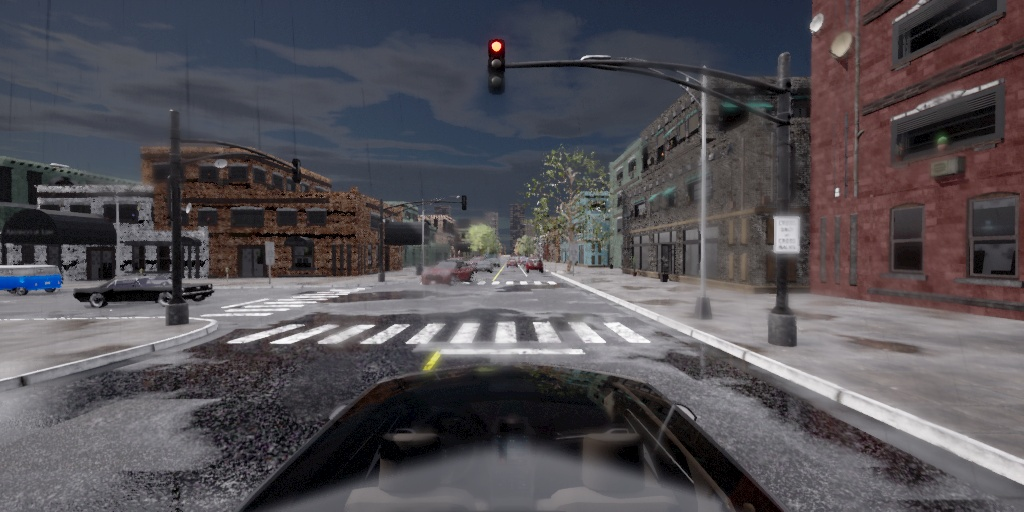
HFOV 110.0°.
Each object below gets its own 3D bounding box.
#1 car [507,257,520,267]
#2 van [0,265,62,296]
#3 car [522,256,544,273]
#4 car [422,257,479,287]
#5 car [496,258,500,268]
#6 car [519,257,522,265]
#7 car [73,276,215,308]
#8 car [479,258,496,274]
[{"bbox_3d":[0.053,1.261,63.268,1.812,1.442,4.674,0,0,0],"label":"car"},{"bbox_3d":[-30.312,1.458,21.972,3.998,1.789,1.690,0,0,-1],"label":"van"},{"bbox_3d":[2.663,1.055,42.860,2.192,1.841,5.009,0,0,0],"label":"car"},{"bbox_3d":[-4.341,1.105,24.919,2.097,1.767,4.553,0,0,17],"label":"car"},{"bbox_3d":[-3.113,1.087,60.749,2.097,1.767,4.553,0,0,0],"label":"car"},{"bbox_3d":[2.650,1.287,59.491,2.007,1.370,4.403,0,0,0],"label":"car"},{"bbox_3d":[-16.547,1.577,16.351,4.718,1.301,1.895,-1,1,-1],"label":"car"},{"bbox_3d":[-3.127,1.245,41.162,1.837,1.490,4.892,0,0,0],"label":"car"}]
